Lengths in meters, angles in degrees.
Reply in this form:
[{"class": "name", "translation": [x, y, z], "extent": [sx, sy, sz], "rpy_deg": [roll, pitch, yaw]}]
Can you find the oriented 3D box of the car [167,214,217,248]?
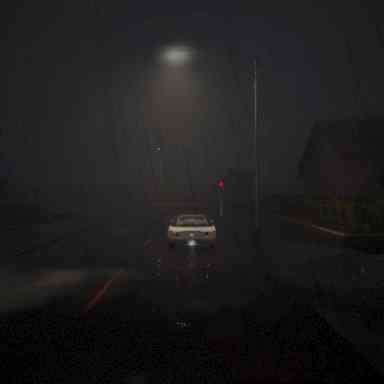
[{"class": "car", "translation": [0.000, 1.615, 14.680], "extent": [1.895, 1.301, 4.718], "rpy_deg": [0, 0, 0]}]
